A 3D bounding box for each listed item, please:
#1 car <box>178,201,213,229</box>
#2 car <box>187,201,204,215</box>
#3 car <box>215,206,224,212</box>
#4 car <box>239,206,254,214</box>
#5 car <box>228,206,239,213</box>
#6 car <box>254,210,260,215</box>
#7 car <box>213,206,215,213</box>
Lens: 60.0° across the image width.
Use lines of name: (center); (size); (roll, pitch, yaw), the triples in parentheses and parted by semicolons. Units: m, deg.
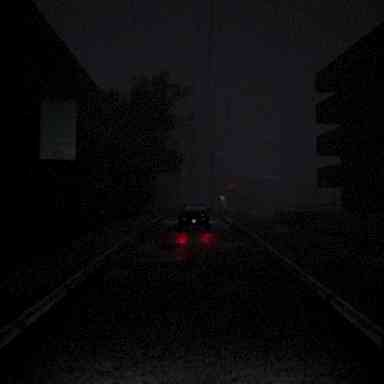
car: (0.109, 1.395, 20.325); (1.812, 1.442, 4.674); (0, 0, 0)
car: (0.454, 1.870, 39.305); (1.882, 1.535, 5.008); (0, -3, 2)
car: (4.866, 3.885, 75.840); (2.185, 1.767, 4.553); (5, -5, -31)
car: (10.836, 4.325, 76.889); (2.435, 2.045, 5.566); (8, -5, -30)
car: (7.839, 4.145, 76.333); (2.185, 1.767, 4.553); (7, -5, -30)
car: (13.669, 4.877, 77.576); (1.946, 1.575, 5.366); (7, -5, -30)
car: (1.986, 3.580, 75.257); (2.435, 2.045, 5.566); (2, -4, -30)
